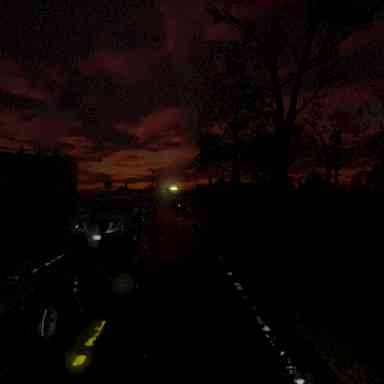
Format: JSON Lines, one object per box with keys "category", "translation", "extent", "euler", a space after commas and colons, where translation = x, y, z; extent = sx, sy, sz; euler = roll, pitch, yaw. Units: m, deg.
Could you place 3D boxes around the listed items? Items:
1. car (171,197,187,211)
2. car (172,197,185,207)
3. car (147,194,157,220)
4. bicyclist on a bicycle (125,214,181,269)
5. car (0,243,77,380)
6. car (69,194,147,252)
{"category": "car", "translation": [-1.618, 1.556, 41.032], "extent": [1.994, 1.385, 4.181], "euler": [0, 0, -3]}
{"category": "car", "translation": [-2.069, 1.512, 50.975], "extent": [1.812, 1.442, 4.674], "euler": [0, 0, -2]}
{"category": "car", "translation": [-3.879, 1.218, 25.321], "extent": [2.150, 2.045, 5.566], "euler": [0, 0, -2]}
{"category": "bicyclist on a bicycle", "translation": [-1.161, 1.455, 9.721], "extent": [1.656, 1.620, 0.582], "euler": [-2, 0, -3]}
{"category": "car", "translation": [-2.955, 1.601, 3.530], "extent": [1.895, 1.301, 4.718], "euler": [0, 0, -2]}
{"category": "car", "translation": [-3.403, 1.221, 14.248], "extent": [2.150, 2.045, 5.566], "euler": [0, 0, -2]}
